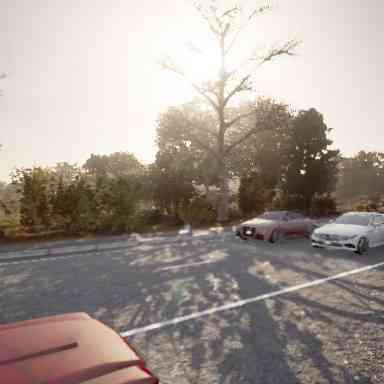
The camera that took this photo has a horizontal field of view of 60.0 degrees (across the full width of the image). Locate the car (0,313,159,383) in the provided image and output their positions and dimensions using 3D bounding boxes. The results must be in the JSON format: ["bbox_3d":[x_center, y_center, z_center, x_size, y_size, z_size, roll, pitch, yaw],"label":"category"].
[{"bbox_3d":[-2.504,1.605,1.992,4.718,1.301,1.895,0,0,-35],"label":"car"}]

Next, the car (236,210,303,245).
[{"bbox_3d":[4.079,1.580,15.718,4.181,1.385,1.994,0,0,-37],"label":"car"}]

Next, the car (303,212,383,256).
[{"bbox_3d":[6.734,1.539,13.332,4.674,1.442,1.812,0,0,-37],"label":"car"}]
